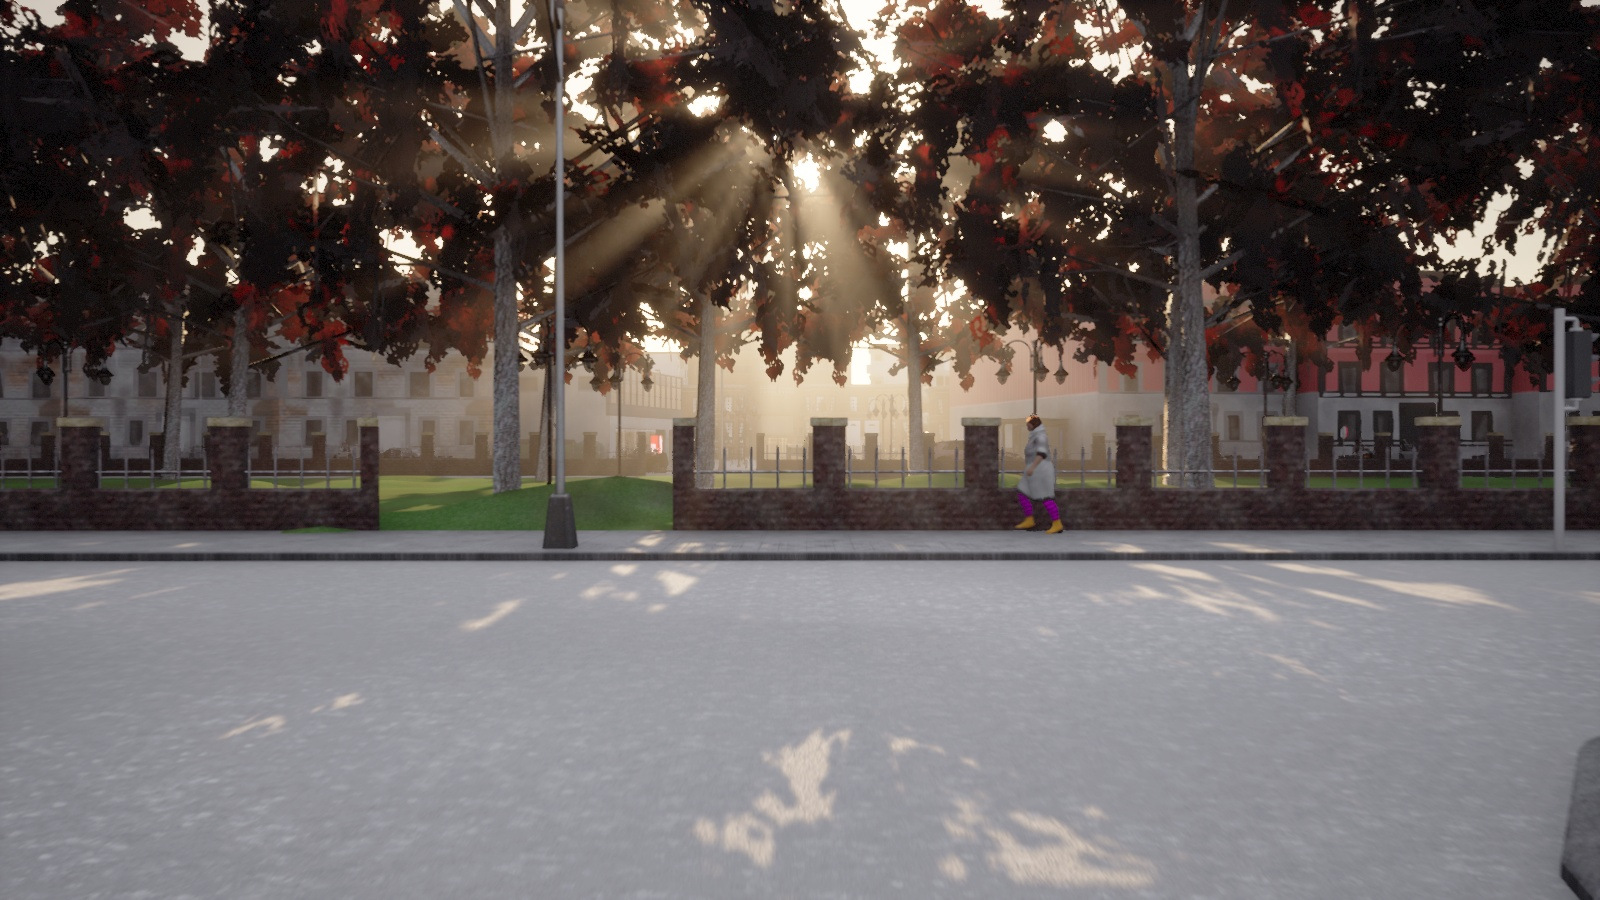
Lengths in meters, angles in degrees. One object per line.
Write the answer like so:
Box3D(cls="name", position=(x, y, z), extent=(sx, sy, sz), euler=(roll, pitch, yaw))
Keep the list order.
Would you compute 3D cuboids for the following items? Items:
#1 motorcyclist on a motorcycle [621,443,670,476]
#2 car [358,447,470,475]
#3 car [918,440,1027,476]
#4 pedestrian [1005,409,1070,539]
Box3D(cls="motorcyclist on a motorcycle", position=(-7.274, 0.450, 59.131), extent=(2.191, 1.530, 0.866), euler=(0, 0, 0))
Box3D(cls="car", position=(-18.146, 0.507, 59.159), extent=(4.718, 1.301, 1.895), euler=(0, 0, 0))
Box3D(cls="car", position=(8.071, 0.358, 59.082), extent=(4.856, 1.649, 2.033), euler=(0, 0, 0))
Box3D(cls="pedestrian", position=(3.614, 0.354, 19.160), extent=(0.873, 1.952, 0.659), euler=(0, 0, 0))
